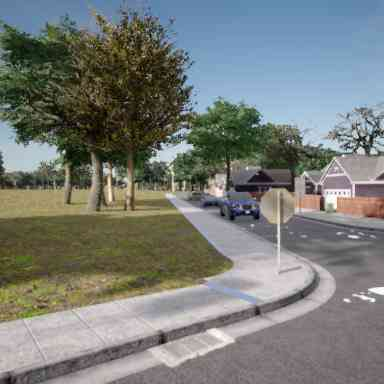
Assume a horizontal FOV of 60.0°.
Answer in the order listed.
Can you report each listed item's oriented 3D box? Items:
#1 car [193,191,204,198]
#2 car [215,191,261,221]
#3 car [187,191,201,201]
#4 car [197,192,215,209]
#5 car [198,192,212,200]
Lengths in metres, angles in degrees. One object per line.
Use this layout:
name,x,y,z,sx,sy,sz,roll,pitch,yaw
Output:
car,1.327,0.575,74.559,1.837,1.490,4.892,0,1,-6
car,3.543,0.994,25.623,2.150,2.045,5.566,0,1,-6
car,0.215,0.865,58.574,1.812,1.442,4.674,0,1,-6
car,2.132,1.077,39.280,1.882,1.535,5.008,0,0,-6
car,2.457,0.722,64.547,2.128,1.511,4.902,0,1,-6
